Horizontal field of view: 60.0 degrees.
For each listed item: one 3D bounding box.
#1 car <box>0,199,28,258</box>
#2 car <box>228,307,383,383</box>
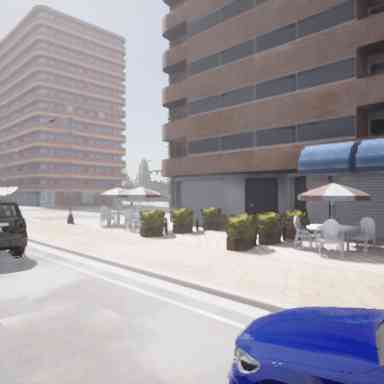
[{"bbox_3d":[-7.928,1.281,12.185,5.566,2.045,2.150,0,-1,45],"label":"car"},{"bbox_3d":[2.526,1.547,2.459,4.674,1.442,1.812,0,0,36],"label":"car"}]
